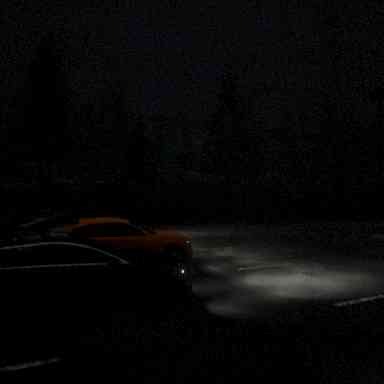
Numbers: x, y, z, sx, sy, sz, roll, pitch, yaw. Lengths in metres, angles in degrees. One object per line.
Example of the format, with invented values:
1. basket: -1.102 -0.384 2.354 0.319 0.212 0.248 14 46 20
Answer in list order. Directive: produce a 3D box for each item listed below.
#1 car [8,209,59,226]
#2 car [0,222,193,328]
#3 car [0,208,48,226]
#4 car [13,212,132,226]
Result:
1. car: -4.300 1.546 12.889 4.674 1.442 1.812 1 0 -26
2. car: -2.363 1.498 6.041 4.902 1.511 2.128 1 0 -26
3. car: -6.892 1.503 15.513 4.902 1.511 2.128 1 0 -26
4. car: -2.380 1.500 9.912 5.008 1.535 1.882 1 0 -26
